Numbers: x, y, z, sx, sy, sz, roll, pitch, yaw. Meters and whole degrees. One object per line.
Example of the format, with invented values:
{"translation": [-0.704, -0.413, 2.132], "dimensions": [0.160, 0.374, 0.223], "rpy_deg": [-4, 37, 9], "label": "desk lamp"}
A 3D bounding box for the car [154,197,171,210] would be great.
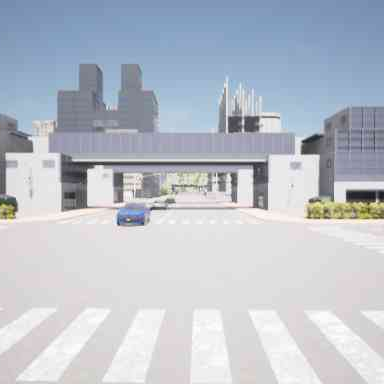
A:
{"translation": [-4.213, 1.688, 43.168], "dimensions": [1.895, 1.301, 4.718], "rpy_deg": [0, 0, 0], "label": "car"}

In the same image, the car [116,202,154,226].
{"translation": [-4.134, 1.533, 23.927], "dimensions": [1.882, 1.535, 5.008], "rpy_deg": [0, 0, -1], "label": "car"}

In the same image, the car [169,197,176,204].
{"translation": [-4.244, 1.685, 65.927], "dimensions": [1.994, 1.385, 4.181], "rpy_deg": [0, 0, 0], "label": "car"}
